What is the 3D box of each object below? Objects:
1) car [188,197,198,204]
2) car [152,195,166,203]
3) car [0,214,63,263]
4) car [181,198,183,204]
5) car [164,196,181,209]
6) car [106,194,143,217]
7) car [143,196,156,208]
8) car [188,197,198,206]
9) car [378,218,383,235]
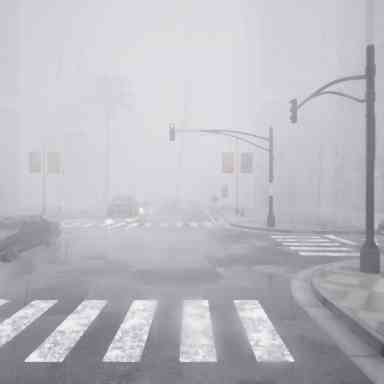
[{"bbox_3d":[0.172,1.705,69.827,2.033,1.411,5.357,0,-1,0],"label":"car"},{"bbox_3d":[-6.340,1.412,64.838,2.128,1.511,4.902,0,-1,0],"label":"car"},{"bbox_3d":[-6.564,1.541,12.208,2.033,1.411,5.357,0,0,0],"label":"car"},{"bbox_3d":[-3.016,1.641,70.631,2.097,1.767,4.553,0,-1,0],"label":"car"},{"bbox_3d":[-3.035,1.647,47.706,2.033,1.411,5.357,0,0,0],"label":"car"},{"bbox_3d":[-6.526,1.245,31.861,2.150,2.045,5.566,0,0,1],"label":"car"},{"bbox_3d":[-6.473,1.709,49.087,1.895,1.301,4.718,0,0,0],"label":"car"},{"bbox_3d":[0.198,1.790,59.822,1.895,1.301,4.718,0,0,1],"label":"car"},{"bbox_3d":[11.613,1.415,16.127,4.553,1.767,2.097,0,0,1],"label":"car"}]
